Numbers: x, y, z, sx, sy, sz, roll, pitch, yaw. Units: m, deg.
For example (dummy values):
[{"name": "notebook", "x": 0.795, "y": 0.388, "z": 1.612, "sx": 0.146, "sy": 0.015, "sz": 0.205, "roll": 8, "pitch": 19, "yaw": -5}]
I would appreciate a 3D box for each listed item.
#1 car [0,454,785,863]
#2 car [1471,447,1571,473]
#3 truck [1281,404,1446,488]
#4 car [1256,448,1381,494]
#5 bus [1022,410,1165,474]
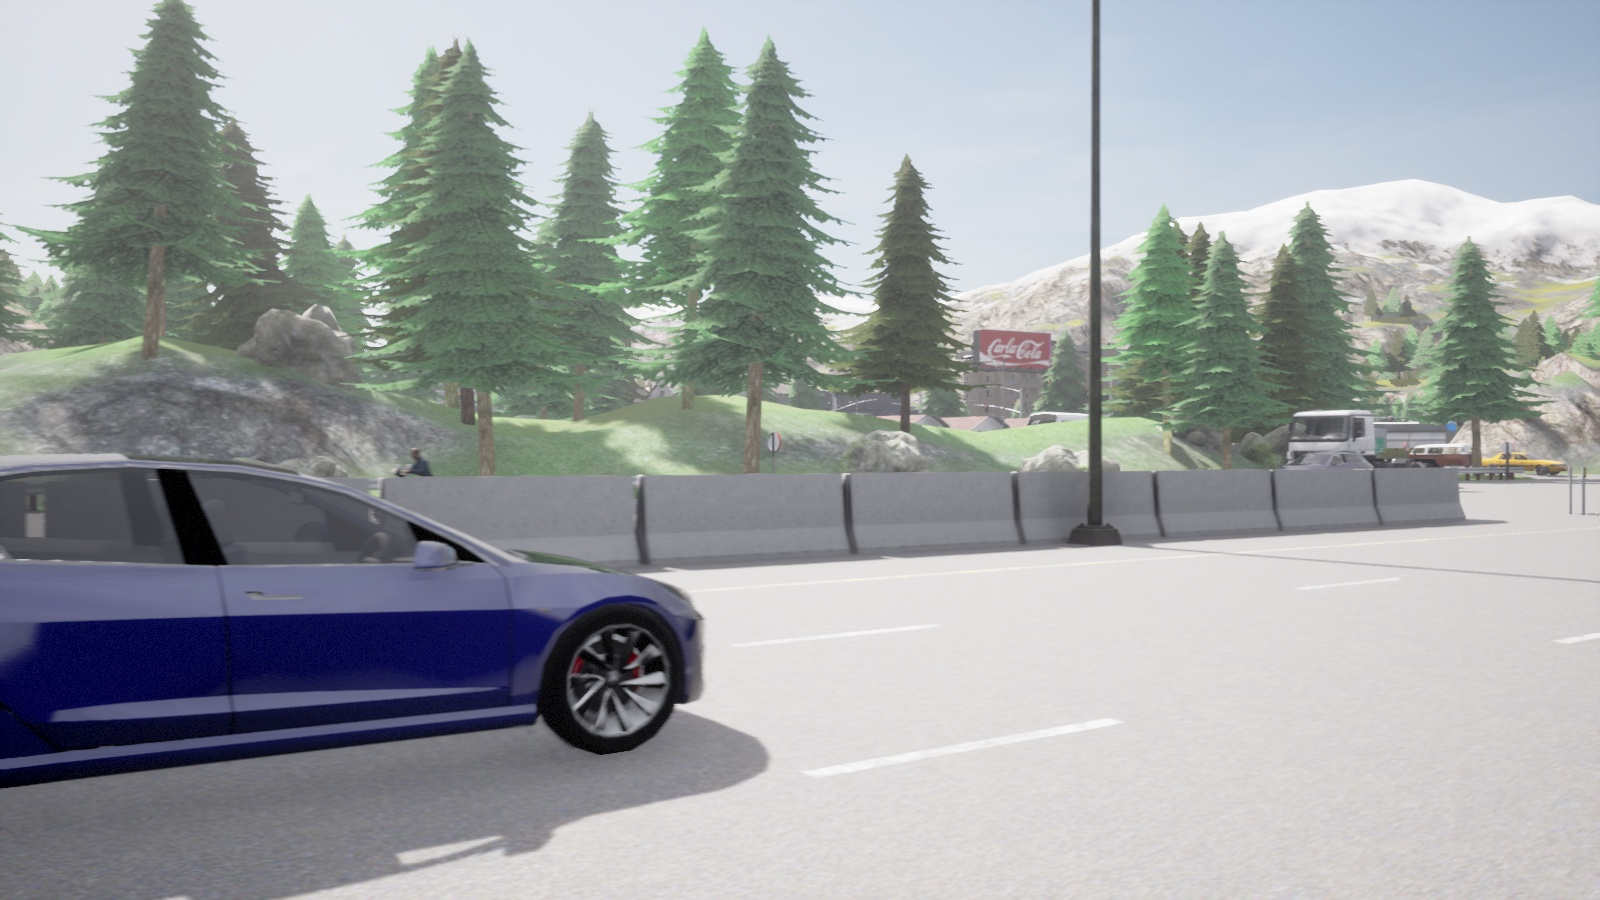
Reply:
[{"name": "car", "x": -2.666, "y": 0.764, "z": 6.069, "sx": 4.792, "sy": 1.488, "sz": 2.163, "roll": 0, "pitch": 0, "yaw": -35}, {"name": "car", "x": 46.582, "y": 0.607, "z": 81.250, "sx": 1.801, "sy": 1.575, "sz": 5.366, "roll": 0, "pitch": 1, "yaw": -35}, {"name": "truck", "x": 24.724, "y": -0.155, "z": 54.902, "sx": 7.936, "sy": 3.462, "sz": 2.891, "roll": 0, "pitch": 0, "yaw": -35}, {"name": "car", "x": 19.422, "y": 0.748, "z": 46.960, "sx": 4.856, "sy": 1.649, "sz": 2.033, "roll": 0, "pitch": 0, "yaw": -35}, {"name": "bus", "x": 20.878, "y": -0.463, "z": 88.977, "sx": 10.273, "sy": 4.253, "sz": 3.944, "roll": 1, "pitch": -1, "yaw": -35}]
